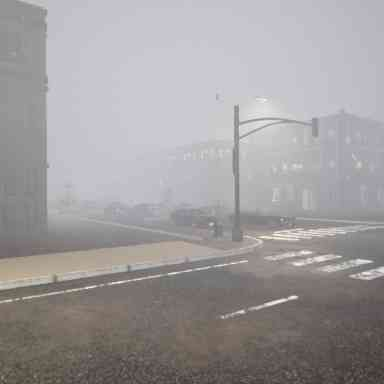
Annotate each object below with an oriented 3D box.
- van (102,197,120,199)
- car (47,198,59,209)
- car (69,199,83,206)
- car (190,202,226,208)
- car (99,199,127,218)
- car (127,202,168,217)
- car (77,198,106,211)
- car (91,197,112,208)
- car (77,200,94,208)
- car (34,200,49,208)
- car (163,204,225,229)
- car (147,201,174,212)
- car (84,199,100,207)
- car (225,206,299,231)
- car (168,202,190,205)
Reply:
[{"bbox_3d":[-13.892,1.907,58.374,1.690,1.788,3.998,-1,0,-35],"label":"van"},{"bbox_3d":[-23.825,2.233,57.898,1.752,1.417,4.829,-1,0,-35],"label":"car"},{"bbox_3d":[-26.701,2.364,76.431,1.947,1.339,4.313,-1,0,-35],"label":"car"},{"bbox_3d":[2.130,1.809,35.805,2.008,1.369,4.403,-2,0,-35],"label":"car"},{"bbox_3d":[-7.909,1.846,35.467,1.967,1.590,4.097,-1,0,-35],"label":"car"},{"bbox_3d":[-4.868,1.887,35.675,1.812,1.442,4.674,-1,0,-35],"label":"car"},{"bbox_3d":[-15.149,2.107,50.276,2.033,1.411,5.357,-1,0,-35],"label":"car"},{"bbox_3d":[-17.096,1.940,62.888,2.192,1.841,5.009,-1,0,-35],"label":"car"},{"bbox_3d":[-20.193,2.194,62.816,1.812,1.442,4.674,-1,0,-35],"label":"car"},{"bbox_3d":[-30.331,2.376,67.066,2.008,1.369,4.403,-1,0,-35],"label":"car"},{"bbox_3d":[0.026,1.814,24.081,1.947,1.339,4.313,-1,0,-35],"label":"car"},{"bbox_3d":[-4.276,1.966,44.833,1.802,1.307,4.206,-2,0,-35],"label":"car"},{"bbox_3d":[-20.294,2.227,67.402,1.887,1.381,4.507,-1,0,-35],"label":"car"},{"bbox_3d":[4.728,1.773,22.322,1.895,1.301,4.718,-1,0,-37],"label":"car"},{"bbox_3d":[-1.073,1.904,40.319,1.802,1.307,4.206,-2,0,-35],"label":"car"}]
